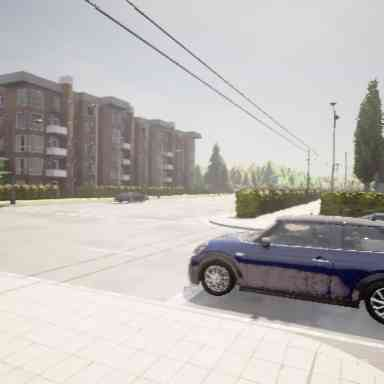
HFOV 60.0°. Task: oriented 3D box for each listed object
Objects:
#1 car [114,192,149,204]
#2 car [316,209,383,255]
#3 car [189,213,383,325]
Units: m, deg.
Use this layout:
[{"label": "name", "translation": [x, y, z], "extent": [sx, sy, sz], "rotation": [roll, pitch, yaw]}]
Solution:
[{"label": "car", "translation": [-7.561, 0.672, 41.968], "extent": [2.033, 1.411, 5.357], "rotation": [2, 1, 26]}, {"label": "car", "translation": [7.006, 1.481, 12.506], "extent": [4.181, 1.385, 1.994], "rotation": [2, 1, 26]}, {"label": "car", "translation": [2.217, 1.266, 7.027], "extent": [4.553, 1.767, 2.097], "rotation": [2, 1, 25]}]
